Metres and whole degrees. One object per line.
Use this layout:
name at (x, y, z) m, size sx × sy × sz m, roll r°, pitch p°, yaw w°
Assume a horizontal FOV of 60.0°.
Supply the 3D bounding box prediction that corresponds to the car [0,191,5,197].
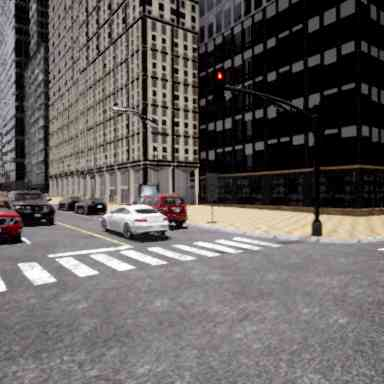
car at (-47.898, 0.446, 82.555) m, size 2.008 × 1.369 × 4.403 m, roll 1°, pitch 0°, yaw -36°

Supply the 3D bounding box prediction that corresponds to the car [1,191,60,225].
car at (-10.408, 0.952, 21.160) m, size 2.150 × 2.045 × 5.566 m, roll 0°, pitch 1°, yaw -36°

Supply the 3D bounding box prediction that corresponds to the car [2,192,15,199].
car at (-38.106, 0.632, 69.097) m, size 1.887 × 1.381 × 4.507 m, roll 1°, pitch 0°, yaw -36°

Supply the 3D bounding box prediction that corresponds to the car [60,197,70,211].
car at (-11.996, 1.152, 33.208) m, size 1.947 × 1.339 × 4.313 m, roll 1°, pitch 0°, yaw -36°

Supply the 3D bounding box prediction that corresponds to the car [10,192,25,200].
car at (-31.579, 0.758, 60.126) m, size 1.887 × 1.381 × 4.507 m, roll 1°, pitch 0°, yaw -36°

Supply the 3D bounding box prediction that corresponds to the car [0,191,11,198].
car at (-41.370, 0.568, 73.584) m, size 1.887 × 1.381 × 4.507 m, roll 1°, pitch 0°, yaw -36°

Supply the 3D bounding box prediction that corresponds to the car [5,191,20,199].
car at (-34.840, 0.590, 64.611) m, size 1.967 × 1.590 × 4.097 m, roll 1°, pitch 0°, yaw -36°

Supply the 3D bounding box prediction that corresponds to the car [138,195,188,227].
car at (-2.200, 1.083, 19.750) m, size 2.192 × 1.841 × 5.009 m, roll 1°, pitch 0°, yaw -36°

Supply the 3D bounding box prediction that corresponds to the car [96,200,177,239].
car at (-2.844, 1.333, 16.161) m, size 1.812 × 1.442 × 4.674 m, roll 0°, pitch 1°, yaw -35°

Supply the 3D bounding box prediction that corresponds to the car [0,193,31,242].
car at (-8.940, 1.124, 14.771) m, size 2.192 × 1.841 × 5.009 m, roll 1°, pitch 0°, yaw -36°

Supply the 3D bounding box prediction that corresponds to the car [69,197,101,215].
car at (-8.732, 1.213, 28.722) m, size 1.947 × 1.339 × 4.313 m, roll 1°, pitch 0°, yaw -36°
